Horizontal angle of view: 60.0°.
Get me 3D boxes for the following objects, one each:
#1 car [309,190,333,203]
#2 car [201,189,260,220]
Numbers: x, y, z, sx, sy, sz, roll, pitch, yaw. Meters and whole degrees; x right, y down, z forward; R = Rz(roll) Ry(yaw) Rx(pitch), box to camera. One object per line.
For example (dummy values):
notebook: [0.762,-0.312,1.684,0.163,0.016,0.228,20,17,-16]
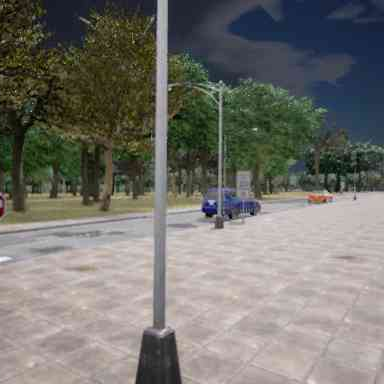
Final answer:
car: [16.866,0.505,43.423,2.097,1.767,4.553,1,2,35]
car: [2.860,0.795,23.823,2.150,2.045,5.566,1,2,36]
